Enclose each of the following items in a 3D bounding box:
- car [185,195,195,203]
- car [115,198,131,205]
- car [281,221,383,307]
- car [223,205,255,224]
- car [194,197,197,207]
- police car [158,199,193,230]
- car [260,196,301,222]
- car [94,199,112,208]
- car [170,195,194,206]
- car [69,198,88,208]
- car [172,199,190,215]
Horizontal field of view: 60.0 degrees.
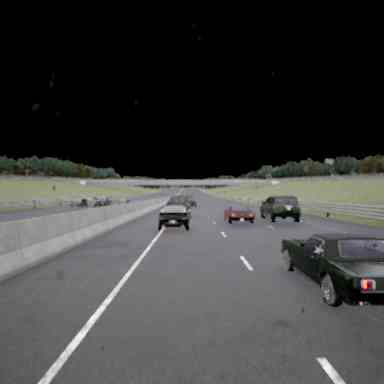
[{"bbox_3d":[-0.488,1.488,70.881,2.097,1.767,4.553,0,0,-1],"label":"car"},{"bbox_3d":[-10.841,1.735,52.835,1.812,1.442,4.674,0,0,0],"label":"car"},{"bbox_3d":[3.593,1.623,7.950,1.895,1.301,4.718,0,0,0],"label":"car"},{"bbox_3d":[3.533,1.681,25.779,1.895,1.301,4.718,0,0,0],"label":"car"},{"bbox_3d":[-0.296,1.569,54.630,2.097,1.767,4.553,0,0,-1],"label":"car"},{"bbox_3d":[-1.095,1.491,21.517,1.930,1.638,5.238,0,0,0],"label":"police car"},{"bbox_3d":[7.027,1.305,26.891,2.150,2.045,5.566,0,0,0],"label":"car"},{"bbox_3d":[-14.346,1.763,53.922,2.033,1.411,5.357,0,0,0],"label":"car"},{"bbox_3d":[-1.148,1.327,31.447,2.150,2.045,5.566,0,0,0],"label":"car"},{"bbox_3d":[-17.832,1.735,52.527,1.812,1.442,4.674,0,0,0],"label":"car"},{"bbox_3d":[-1.188,1.608,37.421,1.882,1.535,5.008,0,0,0],"label":"car"}]
